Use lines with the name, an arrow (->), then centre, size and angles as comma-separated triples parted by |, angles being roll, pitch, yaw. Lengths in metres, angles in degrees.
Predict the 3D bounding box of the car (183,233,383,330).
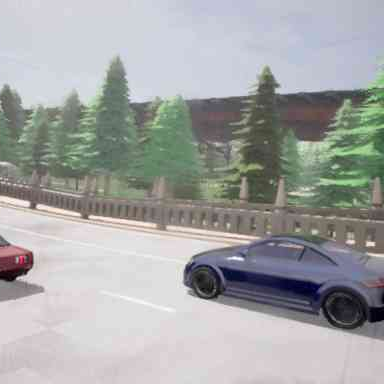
car -> 1.855, 1.565, 6.968 | 4.181, 1.385, 1.994 | 0, 0, 35

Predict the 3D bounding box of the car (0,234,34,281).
car -> -6.043, 1.504, 8.304 | 4.718, 1.301, 1.895 | 2, 1, 35
